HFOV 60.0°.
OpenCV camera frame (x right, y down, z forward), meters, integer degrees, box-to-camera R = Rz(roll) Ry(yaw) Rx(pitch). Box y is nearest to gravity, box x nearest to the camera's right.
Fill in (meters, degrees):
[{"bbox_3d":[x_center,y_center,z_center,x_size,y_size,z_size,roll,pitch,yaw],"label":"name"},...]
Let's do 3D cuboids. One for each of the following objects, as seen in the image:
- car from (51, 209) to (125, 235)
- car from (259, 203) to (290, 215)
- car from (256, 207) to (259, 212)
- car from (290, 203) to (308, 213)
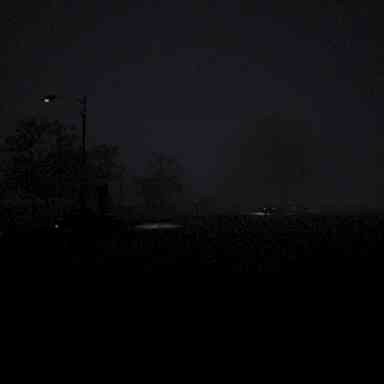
[{"bbox_3d":[-6.444,1.828,21.271,2.128,1.511,4.902,1,-1,36],"label":"car"},{"bbox_3d":[11.512,2.402,46.193,1.812,1.442,4.674,1,0,36],"label":"car"},{"bbox_3d":[11.851,2.463,51.466,2.033,1.411,5.357,1,0,36],"label":"car"},{"bbox_3d":[17.487,2.539,54.599,2.128,1.511,4.902,1,0,36],"label":"car"}]
